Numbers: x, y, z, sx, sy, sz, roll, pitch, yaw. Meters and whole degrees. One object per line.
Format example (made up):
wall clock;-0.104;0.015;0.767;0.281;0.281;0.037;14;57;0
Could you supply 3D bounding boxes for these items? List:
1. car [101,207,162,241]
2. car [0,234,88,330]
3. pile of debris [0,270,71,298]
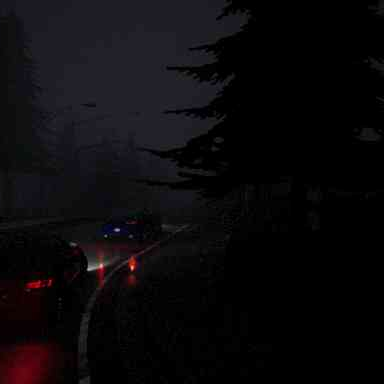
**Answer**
car;-2.879;1.496;16.856;1.882;1.535;5.008;0;0;8
car;-3.470;1.568;6.968;1.994;1.385;4.181;0;0;-11
pile of debris;-3.956;2.185;8.018;1.500;0.140;1.860;0;0;-4
